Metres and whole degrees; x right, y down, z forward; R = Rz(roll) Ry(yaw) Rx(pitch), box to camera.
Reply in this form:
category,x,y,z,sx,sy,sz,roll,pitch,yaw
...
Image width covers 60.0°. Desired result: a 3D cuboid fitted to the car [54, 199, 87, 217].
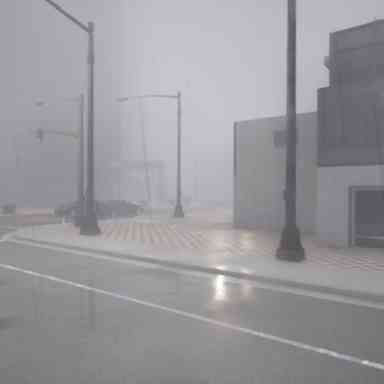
category,x,y,z,sx,sy,sz,roll,pitch,yaw
car,-10.060,1.419,30.249,1.837,1.490,4.892,0,0,36

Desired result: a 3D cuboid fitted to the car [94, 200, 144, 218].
category,x,y,z,sx,sy,sz,roll,pitch,yaw
car,-6.345,1.448,29.258,1.837,1.490,4.892,0,0,36
